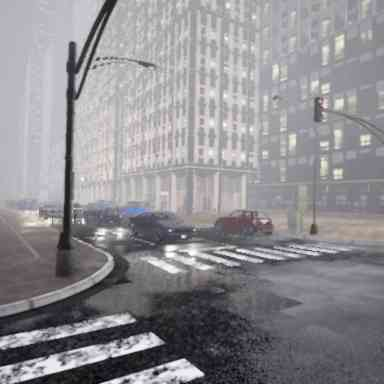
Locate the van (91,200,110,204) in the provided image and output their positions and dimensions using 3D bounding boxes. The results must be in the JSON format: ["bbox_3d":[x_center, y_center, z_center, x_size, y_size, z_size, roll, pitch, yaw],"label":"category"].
[{"bbox_3d":[-11.914,1.987,44.897,1.690,1.788,3.998,2,-2,-32],"label":"van"}]

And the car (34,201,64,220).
[{"bbox_3d":[-12.959,1.833,30.869,2.008,1.369,4.403,2,-2,-32],"label":"car"}]

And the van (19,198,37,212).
[{"bbox_3d":[-22.014,1.779,45.193,1.690,1.788,3.998,2,-2,-32],"label":"van"}]

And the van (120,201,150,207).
[{"bbox_3d":[-5.874,1.884,35.350,1.690,1.788,3.998,2,-2,-32],"label":"van"}]

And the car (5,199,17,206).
[{"bbox_3d":[-40.139,2.311,73.826,2.008,1.369,4.403,2,-2,-32],"label":"car"}]

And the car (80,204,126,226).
[{"bbox_3d":[-7.141,1.903,26.518,1.895,1.301,4.718,2,-2,-32],"label":"car"}]

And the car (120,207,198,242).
[{"bbox_3d":[-1.809,1.761,18.095,2.033,1.411,5.357,2,-2,-33],"label":"car"}]

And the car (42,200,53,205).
[{"bbox_3d":[-36.081,2.658,83.075,1.802,1.307,4.206,2,-2,-32],"label":"car"}]

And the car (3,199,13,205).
[{"bbox_3d":[-46.089,2.395,83.229,1.752,1.417,4.829,2,-2,-32],"label":"car"}]

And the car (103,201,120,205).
[{"bbox_3d":[-8.899,2.145,40.118,2.008,1.369,4.403,2,-2,-32],"label":"car"}]

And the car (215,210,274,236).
[{"bbox_3d":[3.184,1.832,21.028,1.967,1.590,4.097,2,-2,-32],"label":"car"}]

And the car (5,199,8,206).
[{"bbox_3d":[-37.120,2.271,69.053,1.947,1.339,4.313,2,-2,-32],"label":"car"}]

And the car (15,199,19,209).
[{"bbox_3d":[-25.040,2.072,49.960,1.802,1.307,4.206,2,-2,-32],"label":"car"}]

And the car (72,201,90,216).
[{"bbox_3d":[-12.639,1.921,35.223,1.812,1.442,4.674,2,-2,-32],"label":"car"}]

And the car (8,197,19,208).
[{"bbox_3d":[-31.074,1.912,59.513,2.192,1.841,5.009,2,-2,-32],"label":"car"}]
